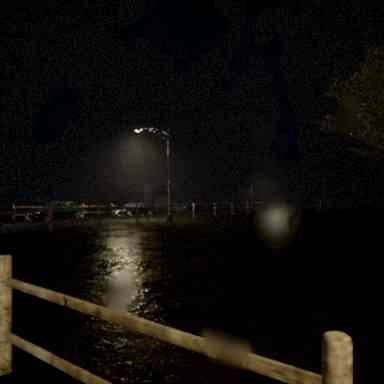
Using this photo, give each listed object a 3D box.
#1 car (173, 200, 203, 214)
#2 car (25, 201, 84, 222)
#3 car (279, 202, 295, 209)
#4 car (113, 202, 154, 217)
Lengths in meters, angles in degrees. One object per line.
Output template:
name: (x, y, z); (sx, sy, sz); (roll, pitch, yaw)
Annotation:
car: (-0.505, 1.871, 42.959); (2.097, 1.767, 4.553); (-2, -2, 36)
car: (-11.419, 1.558, 27.727); (2.097, 1.767, 4.553); (-2, -2, 36)
car: (17.828, 2.480, 62.209); (1.994, 1.385, 4.181); (-2, -2, 36)
car: (-6.097, 1.847, 35.148); (2.128, 1.511, 4.902); (-2, -2, 36)
